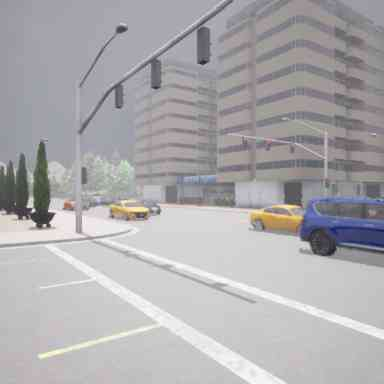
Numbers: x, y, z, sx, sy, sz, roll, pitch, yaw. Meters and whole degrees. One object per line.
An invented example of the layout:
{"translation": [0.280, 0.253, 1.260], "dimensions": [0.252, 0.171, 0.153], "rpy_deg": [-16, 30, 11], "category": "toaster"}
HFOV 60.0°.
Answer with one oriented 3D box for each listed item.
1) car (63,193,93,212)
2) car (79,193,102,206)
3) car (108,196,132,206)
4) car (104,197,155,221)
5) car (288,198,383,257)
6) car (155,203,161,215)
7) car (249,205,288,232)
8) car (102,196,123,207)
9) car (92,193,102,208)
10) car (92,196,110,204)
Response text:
{"translation": [-13.855, 1.351, 39.759], "dimensions": [2.097, 1.767, 4.553], "rpy_deg": [0, 0, -35], "category": "car"}
{"translation": [-17.693, 1.221, 57.886], "dimensions": [2.150, 2.045, 5.566], "rpy_deg": [0, 0, -34], "category": "car"}
{"translation": [-12.199, 1.491, 56.122], "dimensions": [2.128, 1.511, 4.902], "rpy_deg": [0, 0, -35], "category": "car"}
{"translation": [-5.249, 1.478, 27.370], "dimensions": [1.882, 1.535, 5.008], "rpy_deg": [0, 1, -35], "category": "car"}
{"translation": [6.206, 1.222, 10.887], "dimensions": [2.150, 2.045, 5.566], "rpy_deg": [0, 0, -35], "category": "car"}
{"translation": [-4.818, 1.490, 32.883], "dimensions": [2.128, 1.511, 4.902], "rpy_deg": [0, 0, -35], "category": "car"}
{"translation": [5.346, 1.477, 18.258], "dimensions": [1.882, 1.535, 5.008], "rpy_deg": [0, 0, -35], "category": "car"}
{"translation": [-12.147, 1.352, 49.913], "dimensions": [2.097, 1.767, 4.553], "rpy_deg": [0, 0, -35], "category": "car"}
{"translation": [-14.999, 1.352, 47.556], "dimensions": [2.097, 1.767, 4.553], "rpy_deg": [0, 0, -35], "category": "car"}
{"translation": [-17.509, 1.505, 63.759], "dimensions": [1.837, 1.490, 4.892], "rpy_deg": [0, 0, -34], "category": "car"}
